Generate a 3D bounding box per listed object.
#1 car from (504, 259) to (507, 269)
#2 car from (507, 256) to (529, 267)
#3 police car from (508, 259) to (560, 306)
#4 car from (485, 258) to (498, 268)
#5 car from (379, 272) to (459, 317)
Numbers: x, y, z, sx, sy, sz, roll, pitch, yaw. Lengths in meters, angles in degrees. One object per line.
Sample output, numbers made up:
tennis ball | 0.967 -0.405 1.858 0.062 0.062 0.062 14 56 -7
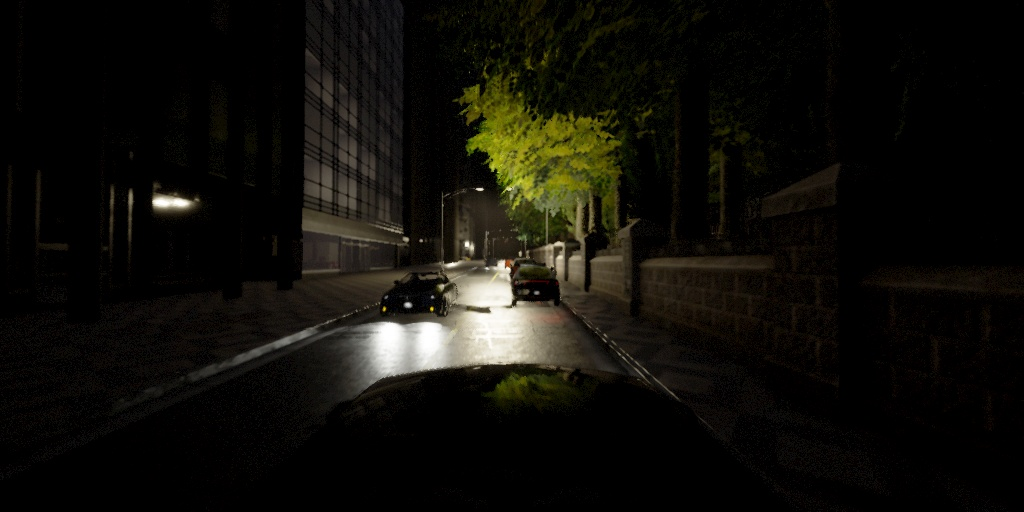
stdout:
car | -0.004 0.846 50.872 2.097 1.767 4.553 0 0 0
car | 0.890 0.974 25.391 2.097 1.767 4.553 0 0 0
police car | 0.895 1.102 15.529 1.930 1.638 5.238 0 0 0
car | -3.079 1.025 54.587 2.033 1.411 5.357 0 0 1
car | -3.103 1.256 12.675 1.994 1.385 4.181 0 0 0
